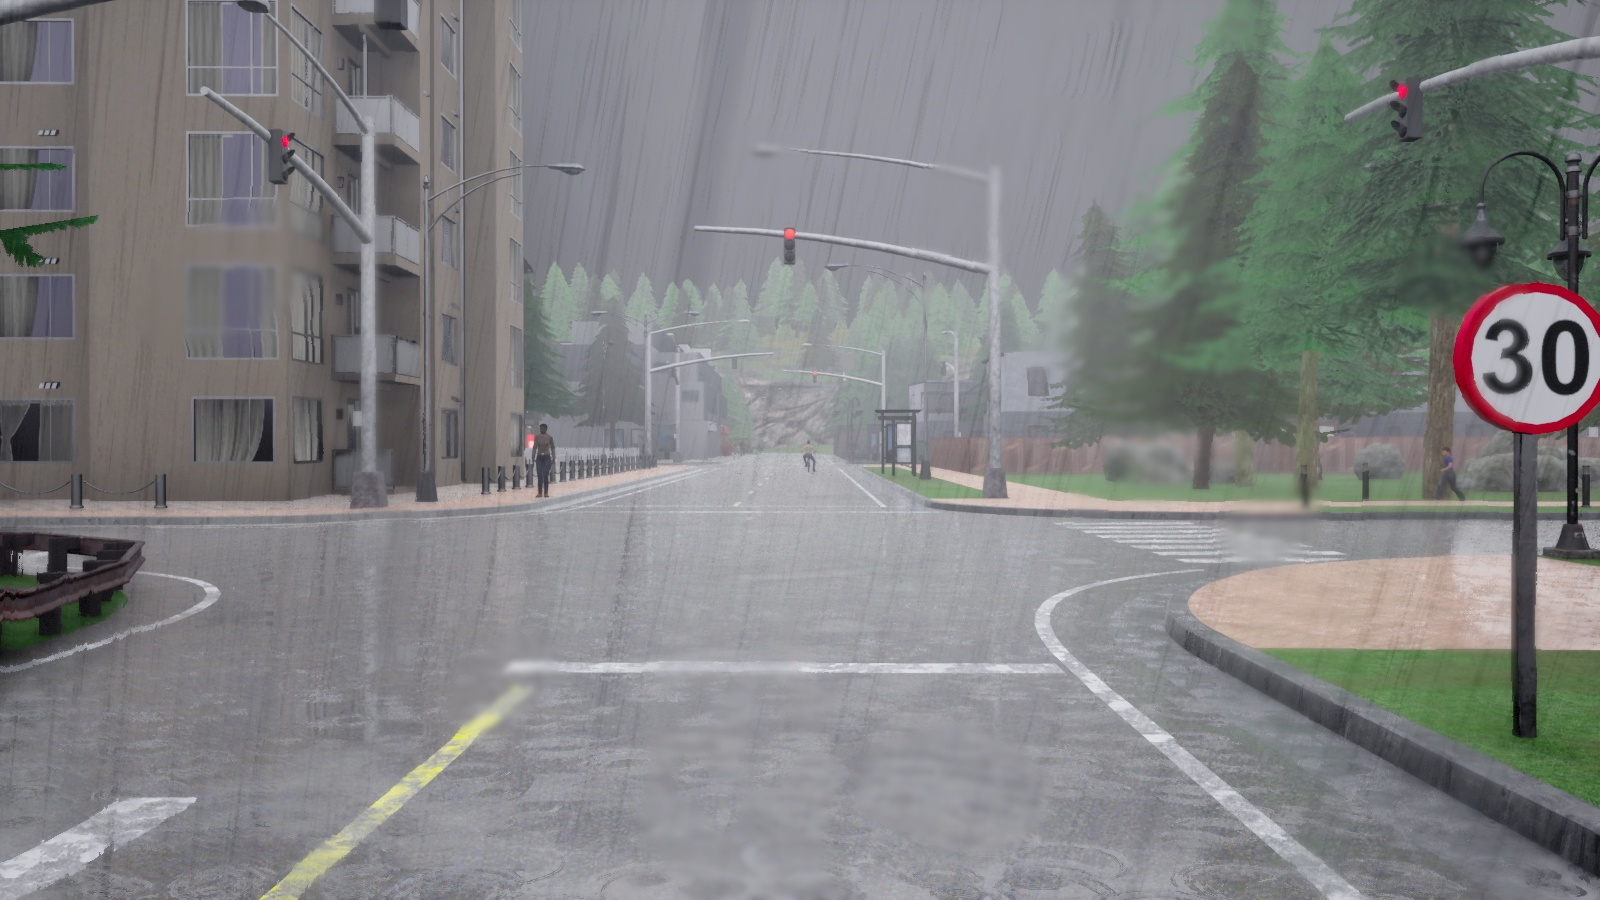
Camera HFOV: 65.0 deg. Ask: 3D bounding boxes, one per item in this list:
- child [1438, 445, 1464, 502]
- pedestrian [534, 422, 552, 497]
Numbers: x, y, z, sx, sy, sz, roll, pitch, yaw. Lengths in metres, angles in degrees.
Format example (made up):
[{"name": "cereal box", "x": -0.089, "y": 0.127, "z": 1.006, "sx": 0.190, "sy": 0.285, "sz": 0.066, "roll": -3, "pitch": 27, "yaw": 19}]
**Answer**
[{"name": "child", "x": 14.469, "y": 0.521, "z": 27.898, "sx": 0.437, "sy": 1.263, "sz": 0.270, "roll": 0, "pitch": 0, "yaw": -1}, {"name": "pedestrian", "x": -6.340, "y": 0.227, "z": 30.944, "sx": 0.328, "sy": 1.805, "sz": 0.869, "roll": 0, "pitch": 0, "yaw": -5}]
